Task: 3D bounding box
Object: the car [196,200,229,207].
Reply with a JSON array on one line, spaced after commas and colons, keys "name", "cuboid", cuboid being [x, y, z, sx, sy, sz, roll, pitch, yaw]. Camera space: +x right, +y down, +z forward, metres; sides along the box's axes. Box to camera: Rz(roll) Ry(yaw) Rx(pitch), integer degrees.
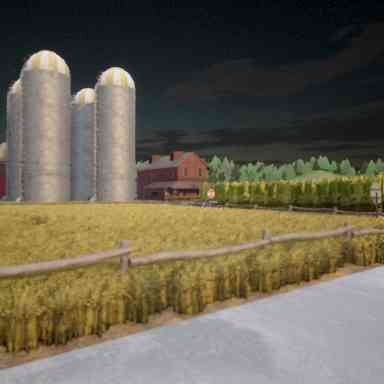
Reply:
[{"name": "car", "cuboid": [2.384, 1.747, 41.998, 2.033, 1.411, 5.357, 0, 0, -35]}]
